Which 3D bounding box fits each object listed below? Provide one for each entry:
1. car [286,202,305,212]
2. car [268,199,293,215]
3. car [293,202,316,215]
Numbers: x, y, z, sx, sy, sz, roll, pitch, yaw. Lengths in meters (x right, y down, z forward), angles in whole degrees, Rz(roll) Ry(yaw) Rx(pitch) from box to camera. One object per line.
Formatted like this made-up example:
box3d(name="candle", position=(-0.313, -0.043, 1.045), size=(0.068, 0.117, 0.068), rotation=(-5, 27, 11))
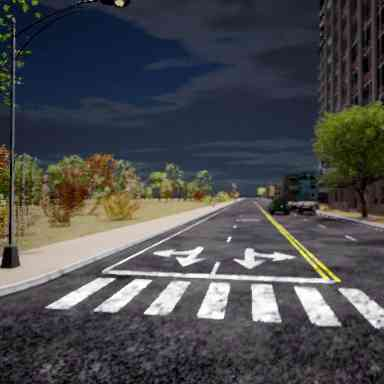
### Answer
box3d(name="car", position=(16.275, 2.321, 52.539), size=(2.033, 1.411, 5.357), rotation=(0, -1, 10))
box3d(name="car", position=(11.327, 1.850, 42.906), size=(2.150, 2.045, 5.566), rotation=(0, -1, 10))
box3d(name="car", position=(14.501, 2.115, 42.274), size=(2.128, 1.511, 4.902), rotation=(0, -1, 10))
